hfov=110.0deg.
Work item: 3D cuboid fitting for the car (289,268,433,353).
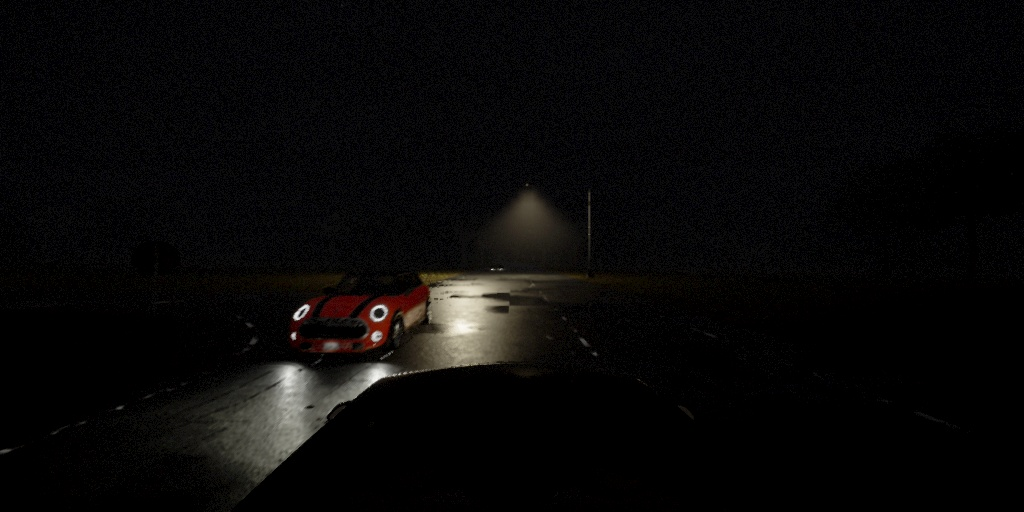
[{"bbox_3d":[-3.490,1.145,9.168,2.097,1.767,4.553,0,0,0],"label":"car"}]
